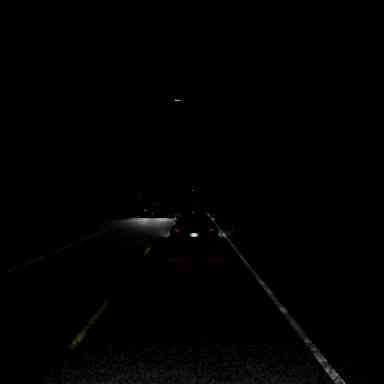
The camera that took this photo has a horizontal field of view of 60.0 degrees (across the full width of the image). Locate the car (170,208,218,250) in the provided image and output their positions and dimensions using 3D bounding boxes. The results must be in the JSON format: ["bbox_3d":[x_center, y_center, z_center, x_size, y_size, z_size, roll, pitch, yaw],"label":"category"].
[{"bbox_3d":[0.086,1.625,14.722,1.994,1.385,4.181,0,0,0],"label":"car"}]

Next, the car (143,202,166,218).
[{"bbox_3d":[-3.589,1.704,32.527,1.812,1.442,4.674,0,0,0],"label":"car"}]

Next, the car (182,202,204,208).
[{"bbox_3d":[0.091,1.645,31.069,1.882,1.535,5.008,0,0,0],"label":"car"}]
